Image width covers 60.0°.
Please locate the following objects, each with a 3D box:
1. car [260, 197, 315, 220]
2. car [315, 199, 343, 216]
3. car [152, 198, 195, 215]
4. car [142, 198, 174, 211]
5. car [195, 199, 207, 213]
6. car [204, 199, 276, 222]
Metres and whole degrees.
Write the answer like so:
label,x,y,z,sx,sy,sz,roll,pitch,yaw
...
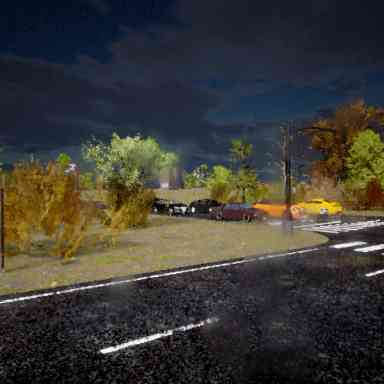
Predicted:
label,x,y,z,sx,sy,sz,roll,pitch,yaw
car,7.277,1.345,27.418,2.097,1.767,4.553,0,0,-38
car,12.022,1.425,32.478,1.882,1.535,5.008,-1,0,-40
car,-2.293,1.493,34.341,2.128,1.511,4.902,0,0,-38
car,-4.419,1.499,42.306,1.812,1.442,4.674,0,0,-38
car,1.691,1.488,34.529,1.837,1.490,4.892,0,0,-38
car,3.723,1.560,26.683,2.033,1.411,5.357,0,0,-38
